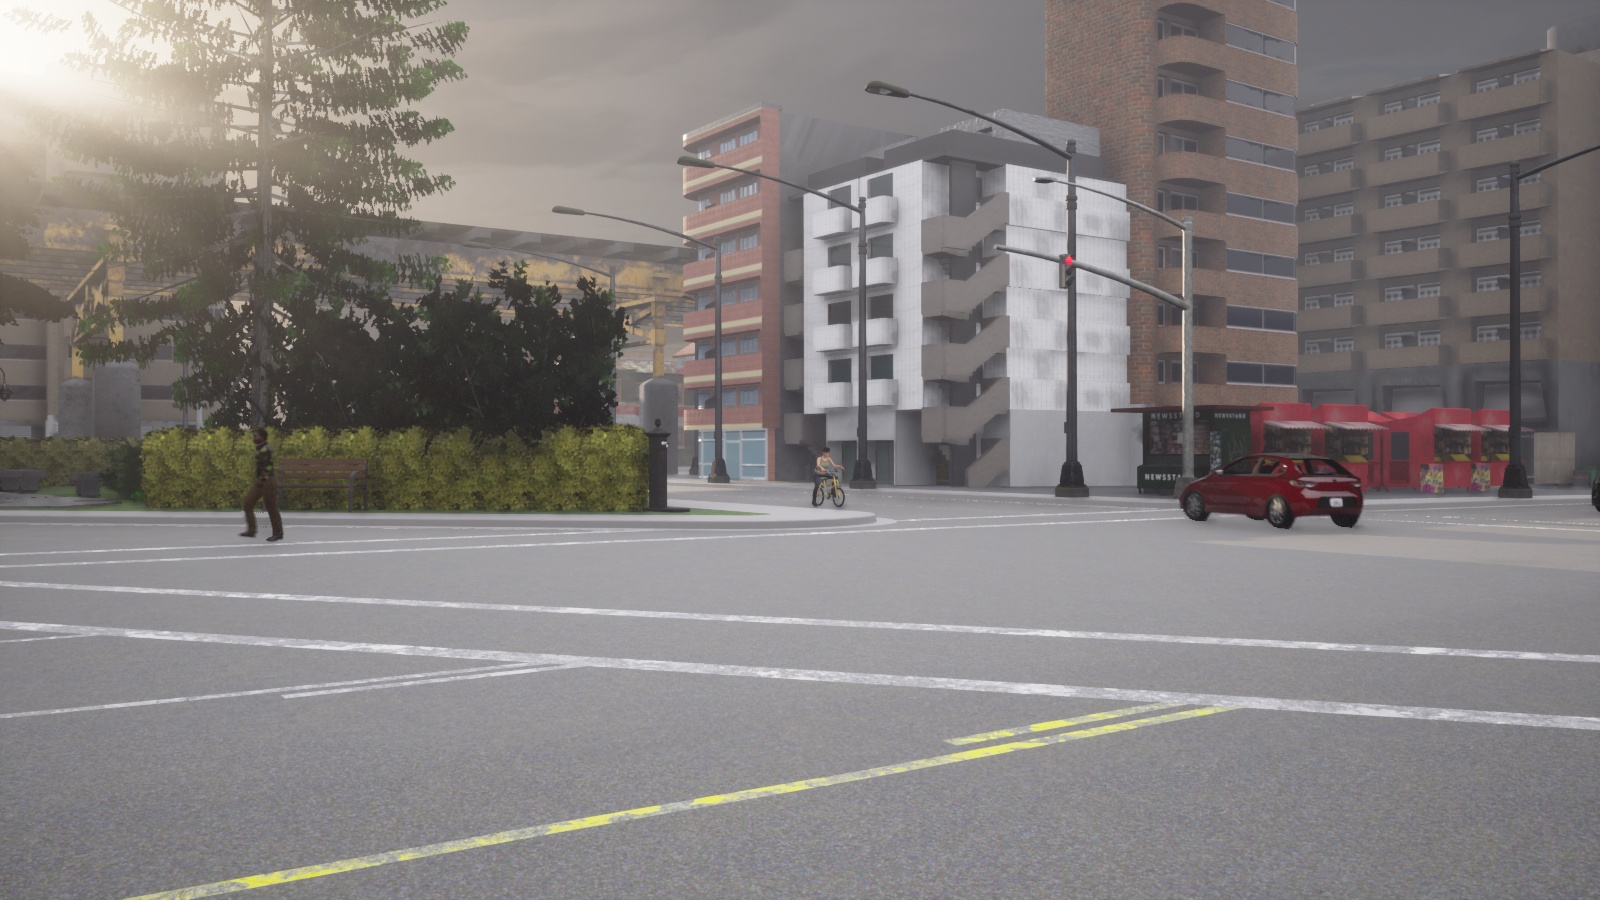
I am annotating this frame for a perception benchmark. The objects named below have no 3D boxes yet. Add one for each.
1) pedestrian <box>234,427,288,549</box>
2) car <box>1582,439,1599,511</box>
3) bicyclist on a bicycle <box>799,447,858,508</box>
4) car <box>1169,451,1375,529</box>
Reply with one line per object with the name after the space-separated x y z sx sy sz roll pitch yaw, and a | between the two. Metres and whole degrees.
-8.673 0.594 20.216 0.692 1.930 0.395 0 0 -42 | pedestrian
21.921 0.615 31.660 4.553 1.767 2.097 0 0 -35 | car
0.769 0.723 34.005 0.866 1.612 1.509 0 0 -34 | bicyclist on a bicycle
9.632 0.762 26.002 1.816 1.474 4.193 0 0 -17 | car
